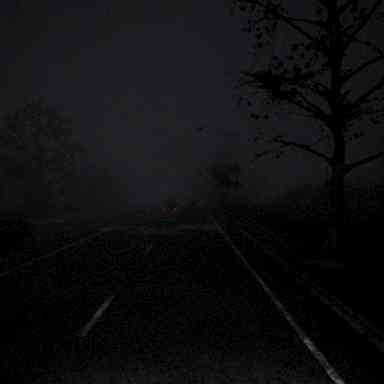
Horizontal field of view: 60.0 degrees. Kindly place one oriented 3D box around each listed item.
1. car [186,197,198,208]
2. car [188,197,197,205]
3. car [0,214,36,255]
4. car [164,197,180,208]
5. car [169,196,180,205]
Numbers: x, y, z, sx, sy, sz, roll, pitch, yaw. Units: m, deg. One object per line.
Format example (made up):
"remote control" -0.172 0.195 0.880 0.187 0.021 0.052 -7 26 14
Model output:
"car" 0.053 1.822 54.760 2.033 1.411 5.357 0 0 0
"car" 0.063 1.705 65.108 1.812 1.442 4.674 0 2 0
"car" -7.076 1.538 11.147 2.128 1.511 4.902 0 0 0
"car" -3.446 1.625 55.150 2.097 1.767 4.553 0 0 0
"car" -3.437 1.652 65.109 1.882 1.535 5.008 0 2 0
